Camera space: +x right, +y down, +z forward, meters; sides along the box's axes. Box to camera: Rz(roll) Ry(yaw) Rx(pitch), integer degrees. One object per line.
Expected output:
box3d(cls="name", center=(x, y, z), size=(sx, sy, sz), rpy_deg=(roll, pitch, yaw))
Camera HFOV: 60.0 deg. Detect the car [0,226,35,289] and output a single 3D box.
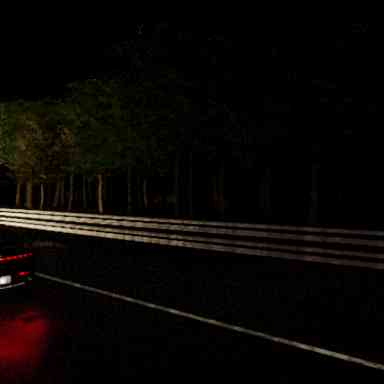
box3d(cls="car", center=(-5.759, 1.541, 8.260), size=(4.892, 1.490, 1.837), rpy_deg=(0, 0, 38))
